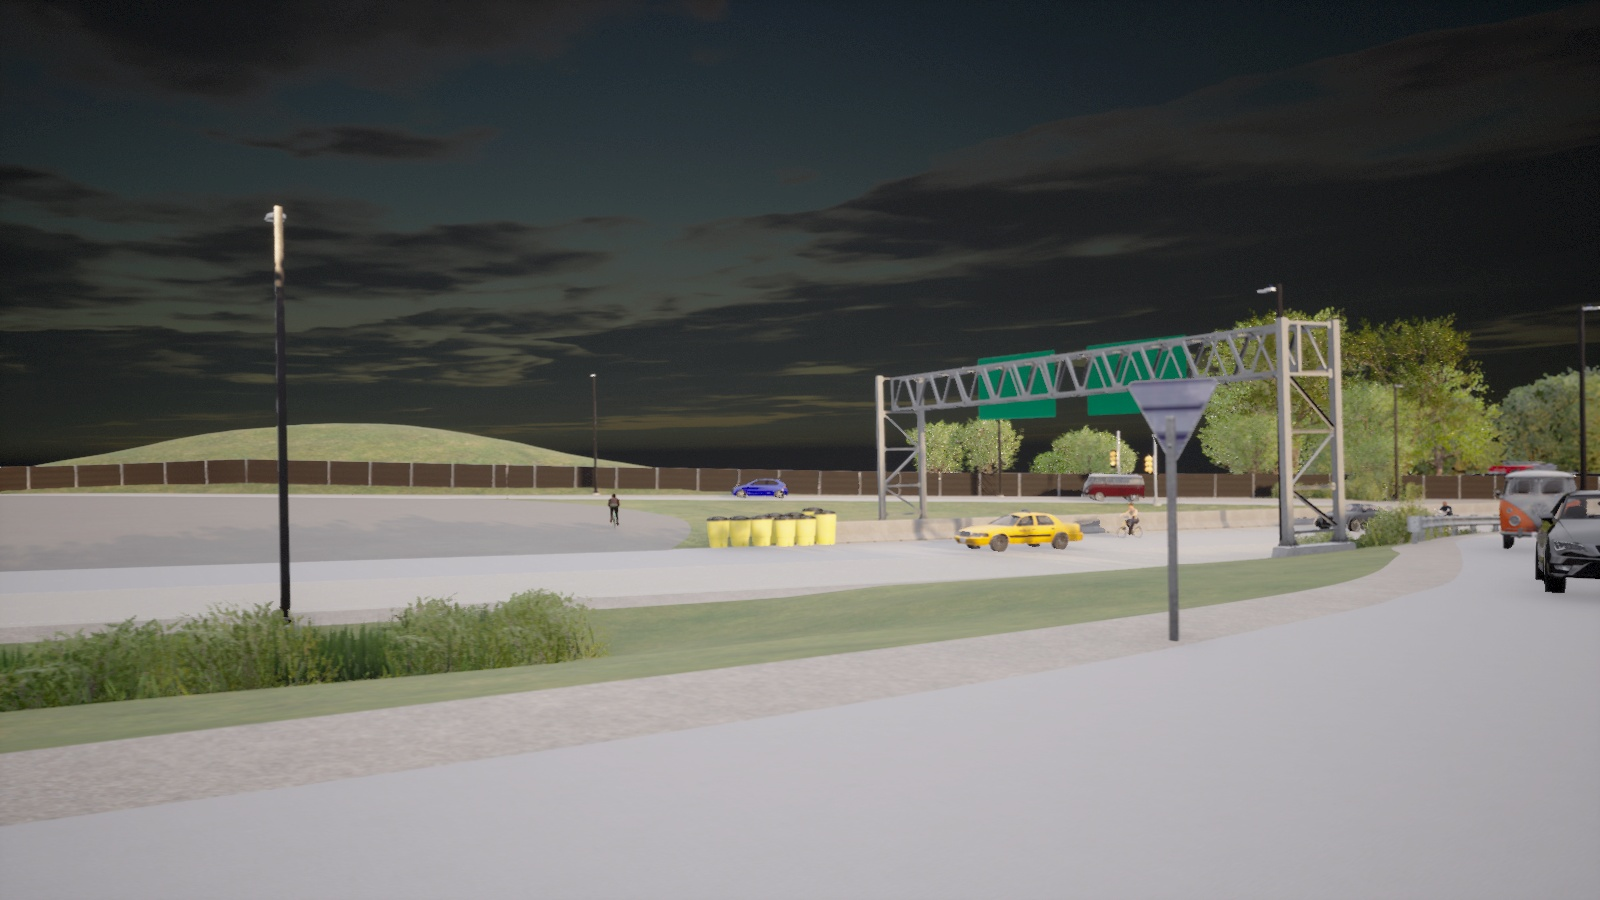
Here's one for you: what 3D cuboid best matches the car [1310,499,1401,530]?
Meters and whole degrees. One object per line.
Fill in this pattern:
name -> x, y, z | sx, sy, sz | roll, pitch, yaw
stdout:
car -> 27.899, 3.209, 63.083 | 4.181, 1.385, 1.994 | 0, 0, -28

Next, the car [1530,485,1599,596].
car -> 11.920, 1.270, 18.526 | 1.816, 1.474, 4.193 | 0, -2, 28

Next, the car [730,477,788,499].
car -> -2.961, 2.759, 91.274 | 4.193, 1.474, 1.816 | 0, 0, -1

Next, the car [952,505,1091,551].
car -> 8.642, 3.002, 48.894 | 5.366, 1.575, 1.801 | 0, 0, -28

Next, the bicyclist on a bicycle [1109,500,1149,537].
bicyclist on a bicycle -> 14.681, 3.047, 56.069 | 1.509, 1.612, 0.866 | 0, 0, -28

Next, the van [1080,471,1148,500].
van -> 22.917, 2.597, 91.726 | 4.442, 1.987, 1.775 | 1, 0, -1

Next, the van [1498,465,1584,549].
van -> 19.036, 1.423, 32.238 | 1.775, 1.987, 4.442 | -1, -2, 31
